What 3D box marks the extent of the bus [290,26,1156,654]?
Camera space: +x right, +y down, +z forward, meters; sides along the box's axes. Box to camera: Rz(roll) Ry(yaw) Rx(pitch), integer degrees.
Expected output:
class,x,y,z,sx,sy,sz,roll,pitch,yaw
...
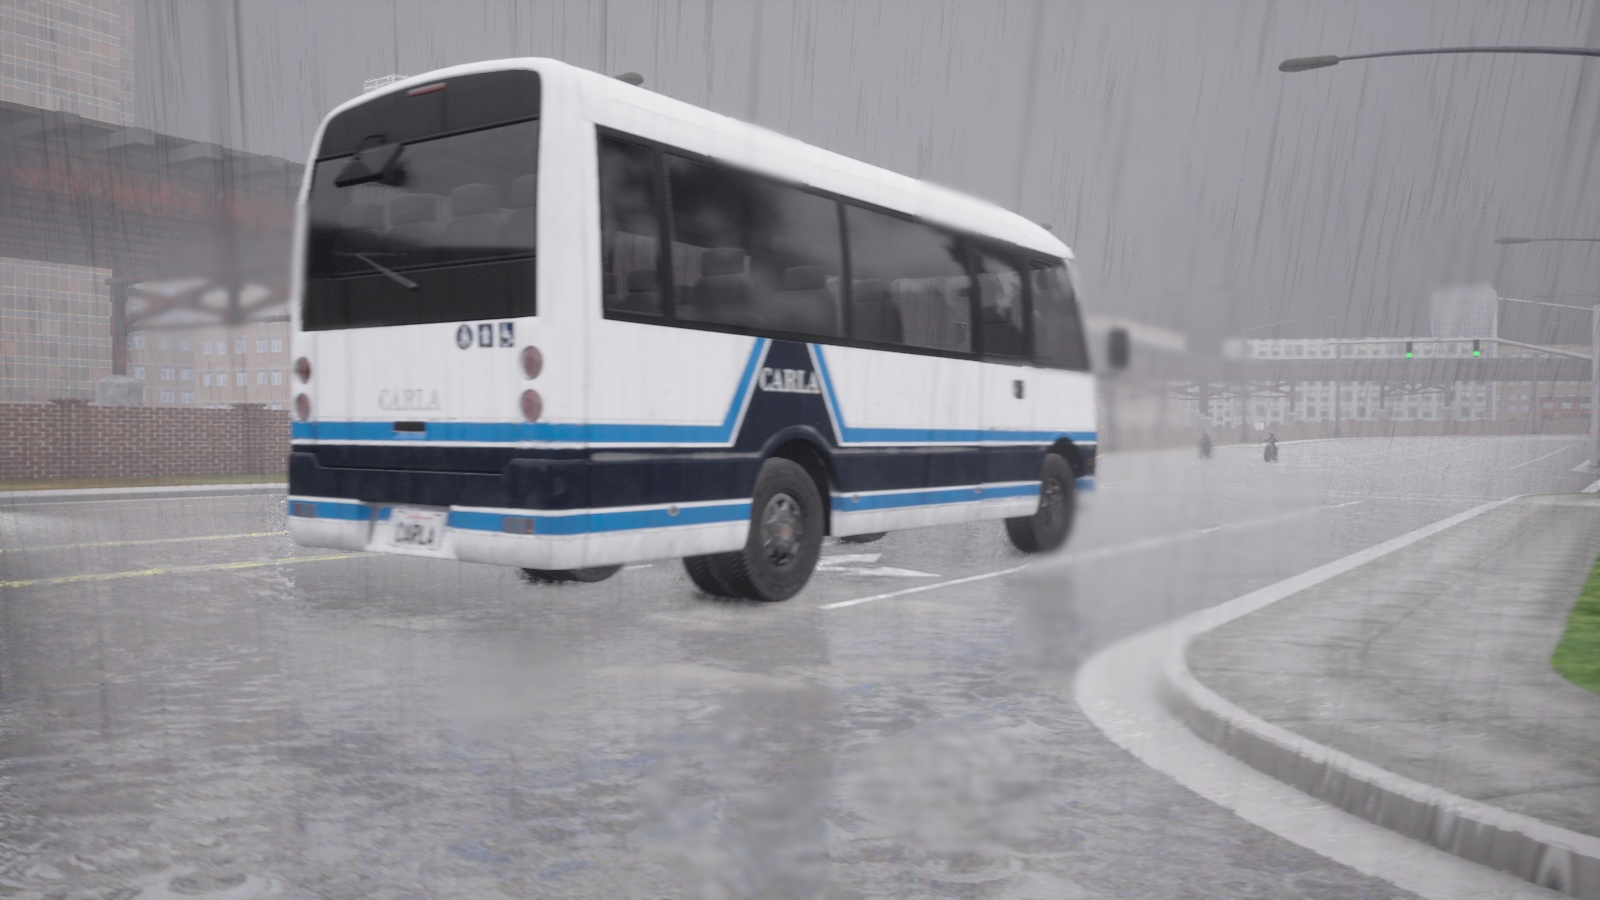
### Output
class,x,y,z,sx,sy,sz,roll,pitch,yaw
bus,0.215,-0.825,13.856,3.944,4.253,10.273,0,1,35

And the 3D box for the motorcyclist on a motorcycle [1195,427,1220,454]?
class,x,y,z,sx,sy,sz,roll,pitch,yaw
motorcyclist on a motorcycle,23.703,-0.586,73.008,0.797,1.523,2.044,0,1,34

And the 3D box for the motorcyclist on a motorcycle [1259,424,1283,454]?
class,x,y,z,sx,sy,sz,roll,pitch,yaw
motorcyclist on a motorcycle,26.730,-0.632,71.237,0.766,1.649,2.350,0,2,34
